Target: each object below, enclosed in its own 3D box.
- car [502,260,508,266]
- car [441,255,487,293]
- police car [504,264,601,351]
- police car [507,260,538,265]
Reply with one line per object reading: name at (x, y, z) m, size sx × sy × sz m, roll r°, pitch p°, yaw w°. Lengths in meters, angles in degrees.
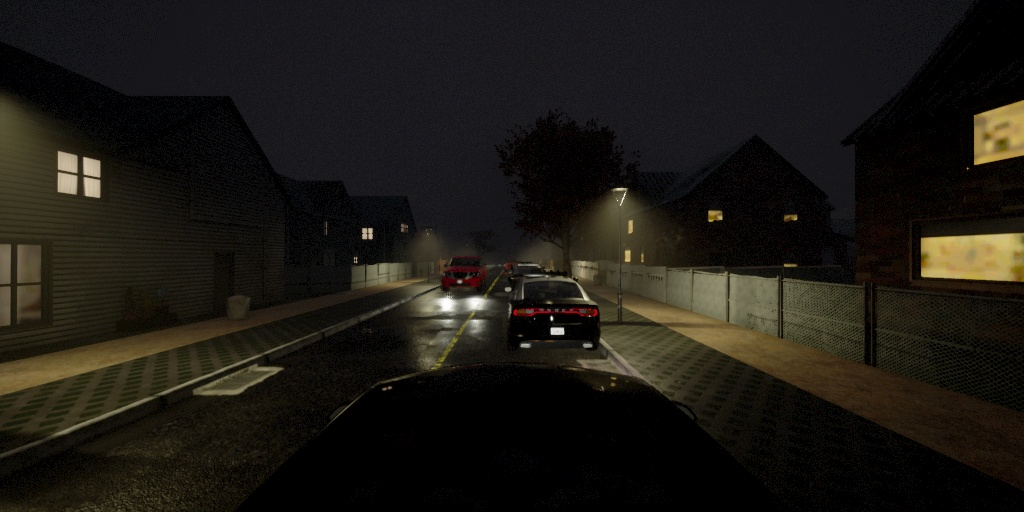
car at (0.130, 1.210, 47.979) m, size 2.097 × 1.767 × 4.553 m, roll 0°, pitch 0°, yaw 1°
car at (-2.712, 0.982, 21.404) m, size 2.150 × 2.045 × 5.566 m, roll 0°, pitch 0°, yaw 0°
police car at (0.839, 1.178, 9.165) m, size 1.930 × 1.638 × 5.238 m, roll 0°, pitch 0°, yaw 0°
police car at (0.858, 1.184, 19.165) m, size 1.930 × 1.638 × 5.238 m, roll 0°, pitch 0°, yaw 0°
